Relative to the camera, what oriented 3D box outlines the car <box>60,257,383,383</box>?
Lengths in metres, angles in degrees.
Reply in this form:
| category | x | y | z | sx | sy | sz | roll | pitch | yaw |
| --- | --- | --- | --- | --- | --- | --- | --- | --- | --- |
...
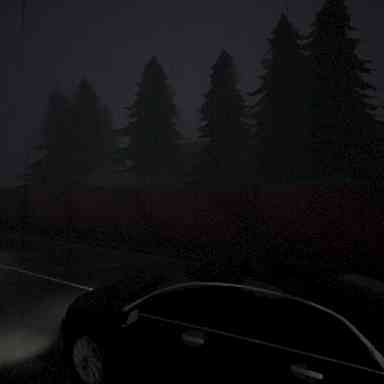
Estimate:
| category | x | y | z | sx | sy | sz | roll | pitch | yaw |
| --- | --- | --- | --- | --- | --- | --- | --- | --- | --- |
| car | 0.549 | 1.505 | 3.601 | 4.892 | 1.490 | 1.837 | 0 | 0 | 35 |
